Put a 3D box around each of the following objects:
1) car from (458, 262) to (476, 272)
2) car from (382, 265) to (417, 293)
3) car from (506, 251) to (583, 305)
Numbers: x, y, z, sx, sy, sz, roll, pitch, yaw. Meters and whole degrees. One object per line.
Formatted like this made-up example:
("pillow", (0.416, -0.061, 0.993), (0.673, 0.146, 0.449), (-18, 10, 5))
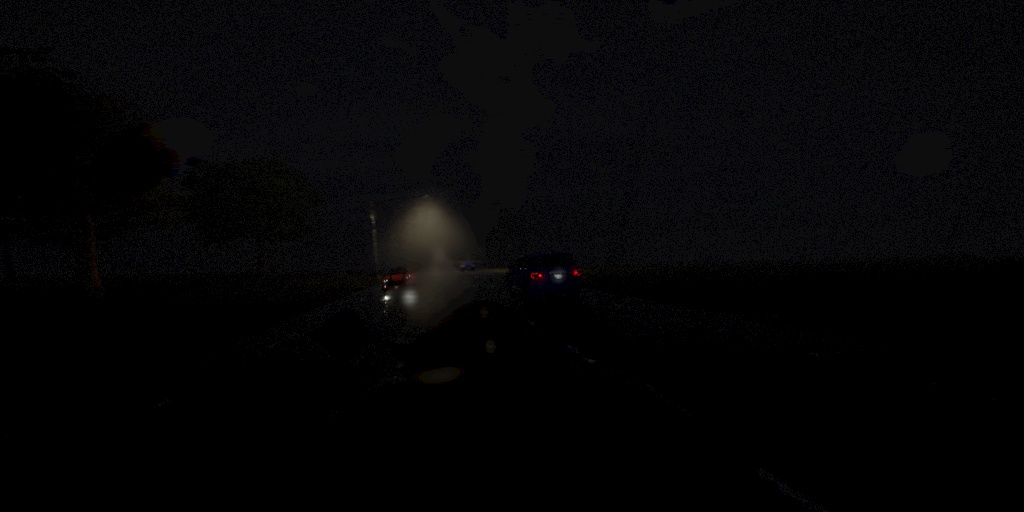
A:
("car", (-6.571, 1.611, 53.289), (1.812, 1.442, 4.674), (-4, 0, -12))
("car", (-8.047, 1.574, 25.874), (2.097, 1.767, 4.553), (-4, 0, -12))
("car", (1.201, 0.873, 15.785), (2.150, 2.045, 5.566), (-4, 0, -12))
